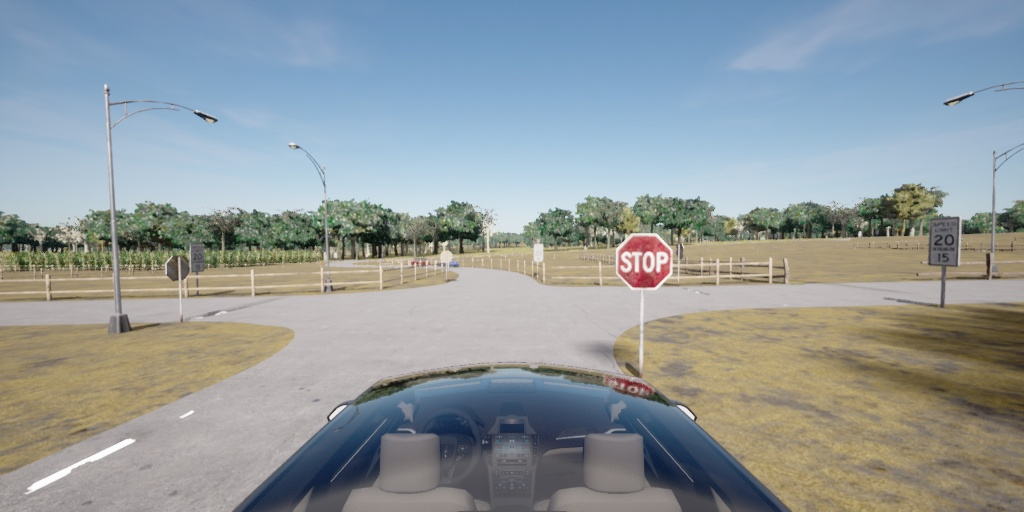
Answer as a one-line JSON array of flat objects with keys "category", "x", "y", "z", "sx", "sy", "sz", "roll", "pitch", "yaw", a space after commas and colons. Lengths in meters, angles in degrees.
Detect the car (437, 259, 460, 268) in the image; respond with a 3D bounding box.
[{"category": "car", "x": -10.908, "y": 1.253, "z": 61.016, "sx": 2.033, "sy": 1.411, "sz": 5.357, "roll": -1, "pitch": 0, "yaw": -37}]
